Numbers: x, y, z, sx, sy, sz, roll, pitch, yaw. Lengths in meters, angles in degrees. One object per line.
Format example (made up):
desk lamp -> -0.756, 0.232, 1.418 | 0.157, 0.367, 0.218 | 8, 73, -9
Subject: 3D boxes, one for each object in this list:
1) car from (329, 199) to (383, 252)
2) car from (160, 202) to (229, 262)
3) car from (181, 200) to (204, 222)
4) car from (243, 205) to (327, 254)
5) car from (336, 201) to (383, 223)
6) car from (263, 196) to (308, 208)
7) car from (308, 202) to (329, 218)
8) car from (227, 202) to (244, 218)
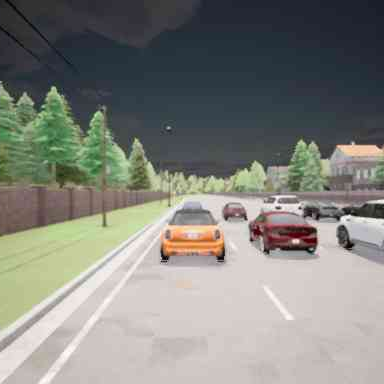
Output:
car -> 7.036, 1.259, 11.443 | 2.150, 2.045, 5.566 | 0, 0, 0
car -> 0.045, 1.390, 12.490 | 2.097, 1.767, 4.553 | 0, 0, 1
car -> 0.055, 1.567, 28.789 | 1.882, 1.535, 5.008 | 0, 0, 0
car -> 3.555, 1.521, 13.785 | 1.882, 1.535, 5.008 | 0, 0, 0
car -> 14.046, 1.578, 27.568 | 2.128, 1.511, 4.902 | 0, 0, 0
car -> 7.036, 1.305, 26.480 | 2.150, 2.045, 5.566 | 0, 0, 1
car -> 10.546, 1.578, 27.569 | 2.128, 1.511, 4.902 | 0, 0, 0
car -> 3.552, 1.613, 28.275 | 1.812, 1.442, 4.674 | 0, 0, 0
